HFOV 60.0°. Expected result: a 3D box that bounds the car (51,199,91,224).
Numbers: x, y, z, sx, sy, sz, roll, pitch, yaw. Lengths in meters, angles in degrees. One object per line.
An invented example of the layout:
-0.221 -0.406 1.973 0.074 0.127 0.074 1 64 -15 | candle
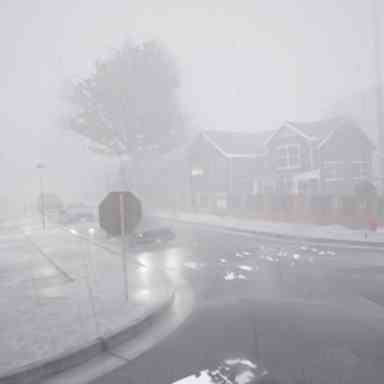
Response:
-8.895 1.485 25.152 2.033 1.411 5.357 -4 2 -32 | car

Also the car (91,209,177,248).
-2.735 1.519 15.326 2.033 1.411 5.357 -4 2 -32 | car

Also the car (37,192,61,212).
-16.174 1.118 37.554 2.150 2.045 5.566 -4 3 -29 | car
